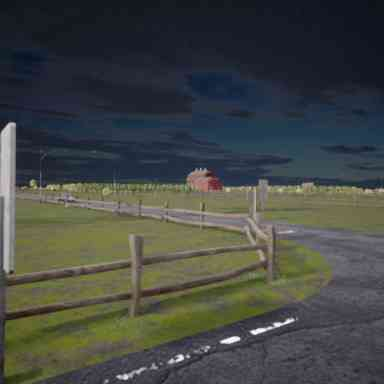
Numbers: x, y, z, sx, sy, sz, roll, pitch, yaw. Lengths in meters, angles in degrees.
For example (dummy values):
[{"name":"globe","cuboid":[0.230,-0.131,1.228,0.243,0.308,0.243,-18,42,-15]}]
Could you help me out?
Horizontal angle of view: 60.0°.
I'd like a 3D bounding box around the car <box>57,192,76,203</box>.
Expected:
[{"name":"car","cuboid":[-18.858,0.827,49.807,2.128,1.511,4.902,1,0,-36]}]
